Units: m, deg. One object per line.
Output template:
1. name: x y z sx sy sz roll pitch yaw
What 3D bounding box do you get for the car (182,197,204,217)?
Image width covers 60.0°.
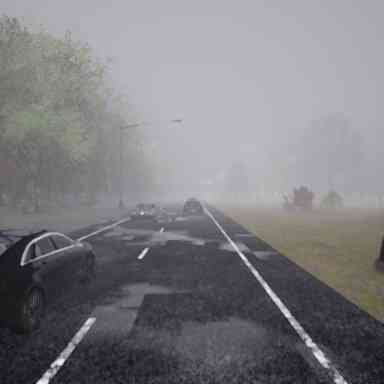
1. car: 0.094 1.430 30.323 1.882 1.535 5.008 0 0 0

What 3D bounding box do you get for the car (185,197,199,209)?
1. car: 0.050 1.435 45.452 1.837 1.490 4.892 0 0 0

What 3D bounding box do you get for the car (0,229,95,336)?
1. car: -3.400 1.481 6.636 2.128 1.511 4.902 0 0 0

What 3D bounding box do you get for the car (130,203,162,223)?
1. car: -3.393 1.507 25.222 2.033 1.411 5.357 0 0 0
